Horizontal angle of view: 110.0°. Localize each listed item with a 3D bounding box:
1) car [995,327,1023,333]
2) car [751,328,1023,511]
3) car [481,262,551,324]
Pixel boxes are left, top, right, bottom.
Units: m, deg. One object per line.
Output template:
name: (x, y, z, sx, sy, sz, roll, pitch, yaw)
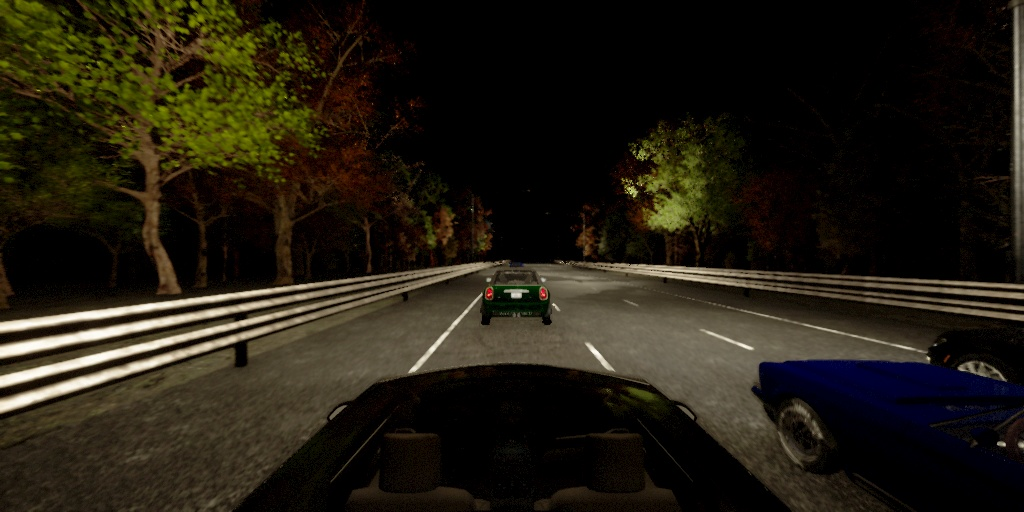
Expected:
car: (7.106, 1.269, 3.276, 1.837, 1.490, 4.892, 0, 0, 0)
car: (3.604, 1.353, 1.850, 1.895, 1.301, 4.718, 0, 0, 0)
car: (0.137, 1.172, 12.496, 2.097, 1.767, 4.553, 0, 0, 0)
